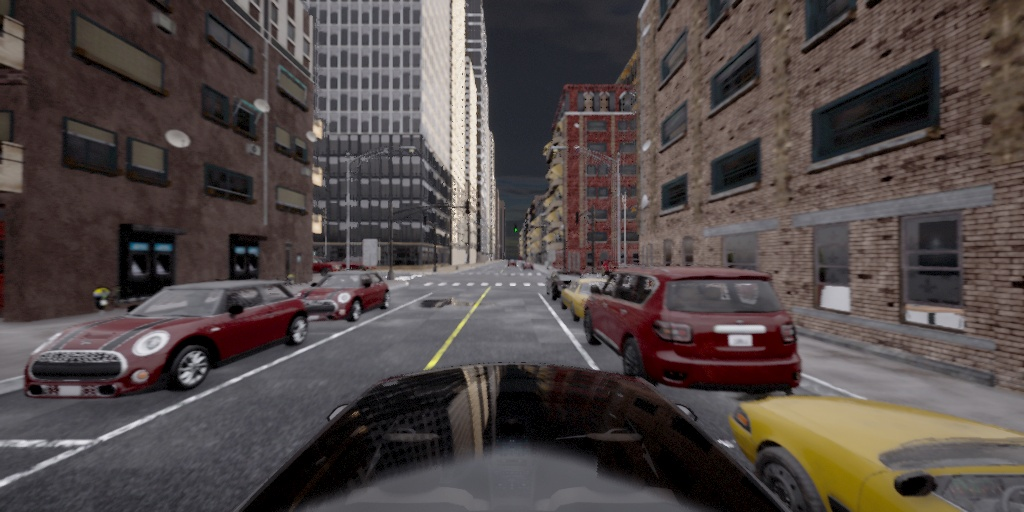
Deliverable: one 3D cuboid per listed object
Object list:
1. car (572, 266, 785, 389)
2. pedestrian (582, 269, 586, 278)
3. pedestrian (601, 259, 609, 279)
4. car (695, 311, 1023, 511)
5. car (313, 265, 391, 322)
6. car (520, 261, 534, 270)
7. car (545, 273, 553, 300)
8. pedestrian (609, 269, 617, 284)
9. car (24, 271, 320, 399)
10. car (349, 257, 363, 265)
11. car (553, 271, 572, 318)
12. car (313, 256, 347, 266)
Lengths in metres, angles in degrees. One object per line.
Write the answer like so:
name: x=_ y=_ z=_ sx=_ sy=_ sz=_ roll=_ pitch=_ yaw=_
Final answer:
car: x=2.690 y=1.091 z=6.610 sx=2.192 sy=1.841 sz=5.009 roll=0 pitch=0 yaw=0
pedestrian: x=5.234 y=1.022 z=26.041 sx=0.375 sy=1.860 sz=0.375 roll=0 pitch=0 yaw=0
pedestrian: x=6.617 y=1.020 z=25.440 sx=0.375 sy=1.860 sz=0.375 roll=0 pitch=0 yaw=0
car: x=2.690 y=1.271 z=1.098 sx=1.751 sy=1.417 sz=4.829 roll=0 pitch=0 yaw=0
car: x=-5.690 y=1.247 z=12.290 sx=1.967 sy=1.591 sz=4.097 roll=0 pitch=0 yaw=0
car: x=2.740 y=1.658 z=59.997 sx=1.802 sy=1.307 sz=4.207 roll=0 pitch=0 yaw=0
car: x=2.690 y=1.403 z=17.975 sx=1.948 sy=1.339 sz=4.313 roll=0 pitch=0 yaw=0
pedestrian: x=7.118 y=1.175 z=24.815 sx=0.375 sy=1.860 sz=0.375 roll=0 pitch=0 yaw=0
car: x=-5.691 y=1.216 z=6.608 sx=1.967 sy=1.591 sz=4.097 roll=0 pitch=0 yaw=0
car: x=-17.711 y=0.985 z=40.020 sx=5.009 sy=1.841 sz=2.192 roll=0 pitch=0 yaw=0
car: x=2.690 y=1.332 z=12.462 sx=1.751 sy=1.417 sz=4.829 roll=0 pitch=0 yaw=0
car: x=-17.576 y=0.921 z=31.640 sx=5.009 sy=1.841 sz=2.192 roll=0 pitch=0 yaw=0
